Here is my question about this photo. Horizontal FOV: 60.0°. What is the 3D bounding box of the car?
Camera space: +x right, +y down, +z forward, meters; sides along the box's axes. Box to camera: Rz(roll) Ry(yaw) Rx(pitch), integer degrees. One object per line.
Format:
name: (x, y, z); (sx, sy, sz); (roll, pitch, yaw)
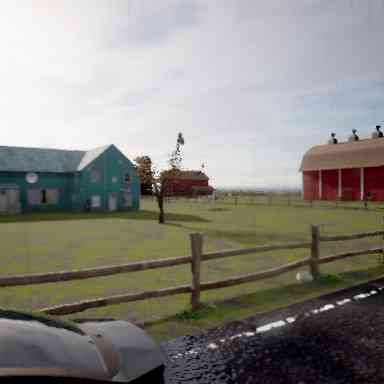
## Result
car: (-2.313, 1.500, 1.348); (4.892, 1.490, 1.837); (0, 0, -36)
